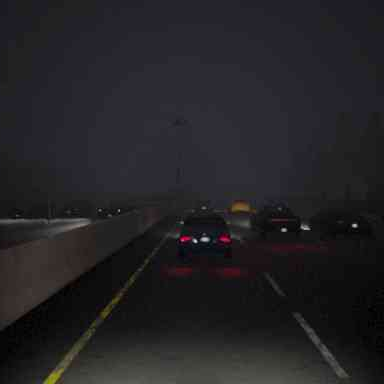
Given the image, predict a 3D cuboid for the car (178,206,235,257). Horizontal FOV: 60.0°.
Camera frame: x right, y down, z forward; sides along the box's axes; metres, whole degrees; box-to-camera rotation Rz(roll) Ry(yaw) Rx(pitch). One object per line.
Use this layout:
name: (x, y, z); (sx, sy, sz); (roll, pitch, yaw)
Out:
car: (0.492, 1.506, 12.725); (2.033, 1.411, 5.357); (0, 0, 2)

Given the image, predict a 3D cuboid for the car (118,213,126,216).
car: (-6.199, 1.479, 27.453); (1.895, 1.301, 4.718); (0, 0, 2)

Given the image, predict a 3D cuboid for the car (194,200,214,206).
car: (1.201, 1.458, 33.209); (1.994, 1.385, 4.181); (0, 0, 2)

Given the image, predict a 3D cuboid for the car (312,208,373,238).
car: (7.663, 1.540, 17.515); (1.994, 1.385, 4.181); (0, 0, 2)

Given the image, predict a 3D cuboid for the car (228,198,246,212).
car: (4.733, 1.385, 34.036); (1.882, 1.535, 5.008); (0, 0, 2)

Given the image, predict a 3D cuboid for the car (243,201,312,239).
car: (4.146, 1.453, 17.061); (2.128, 1.511, 4.902); (0, 0, 2)
